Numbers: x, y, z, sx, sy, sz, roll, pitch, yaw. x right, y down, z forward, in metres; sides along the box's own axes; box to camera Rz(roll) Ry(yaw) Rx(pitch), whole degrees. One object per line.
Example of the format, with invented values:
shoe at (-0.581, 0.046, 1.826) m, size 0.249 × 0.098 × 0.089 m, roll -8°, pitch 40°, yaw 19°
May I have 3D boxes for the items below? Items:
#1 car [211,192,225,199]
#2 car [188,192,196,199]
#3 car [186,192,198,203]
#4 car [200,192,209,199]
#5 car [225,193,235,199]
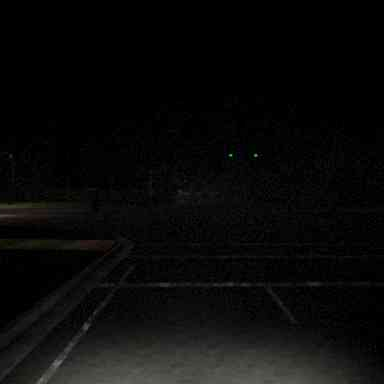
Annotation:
car at (7.017, 1.040, 90.630) m, size 2.128 × 1.511 × 4.902 m, roll 0°, pitch 0°, yaw 0°
car at (0.017, 0.872, 91.017) m, size 2.097 × 1.767 × 4.553 m, roll 0°, pitch 0°, yaw 0°
car at (0.011, 1.163, 60.023) m, size 1.882 × 1.535 × 5.008 m, roll 0°, pitch 0°, yaw 0°
car at (3.517, 1.015, 90.631) m, size 1.837 × 1.490 × 4.892 m, roll 0°, pitch 0°, yaw 0°
car at (10.517, 0.992, 90.629) m, size 1.882 × 1.535 × 5.008 m, roll 0°, pitch 0°, yaw 0°
